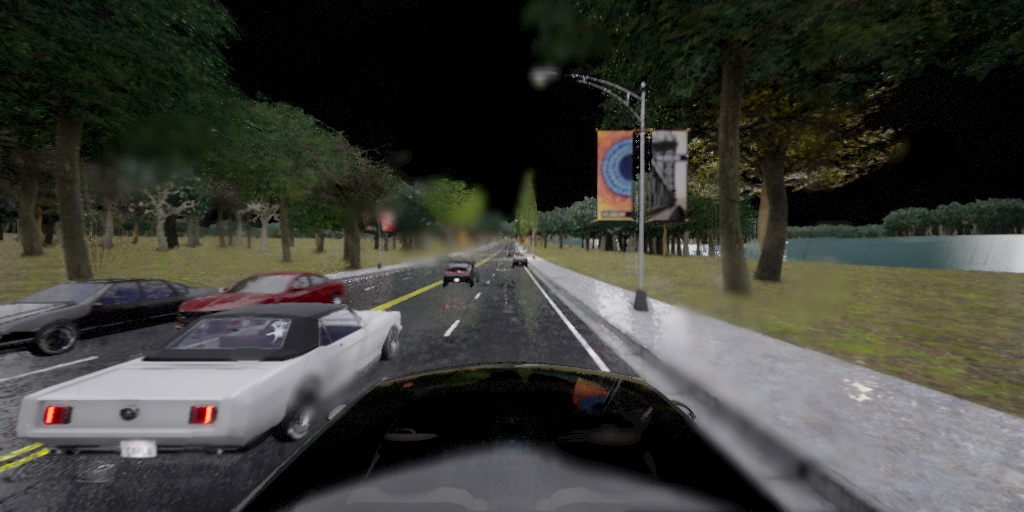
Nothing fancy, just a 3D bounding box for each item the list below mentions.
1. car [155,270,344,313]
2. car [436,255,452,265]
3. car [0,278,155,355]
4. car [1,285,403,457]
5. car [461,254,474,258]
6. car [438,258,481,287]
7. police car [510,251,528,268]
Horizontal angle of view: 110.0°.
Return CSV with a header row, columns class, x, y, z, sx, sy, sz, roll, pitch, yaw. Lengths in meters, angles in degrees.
class,x,y,z,sx,sy,sz,roll,pitch,yaw
car,-6.597,1.186,10.128,1.882,1.535,5.008,0,0,0
car,-9.798,0.537,52.698,1.994,1.385,4.181,0,1,0
car,-9.848,1.266,8.738,2.033,1.411,5.357,0,0,0
car,-3.149,1.338,5.252,1.895,1.301,4.718,0,0,0
car,-6.546,0.491,53.059,1.812,1.442,4.674,0,1,0
car,-3.145,1.075,22.788,1.837,1.490,4.892,0,1,0
police car,0.984,0.585,44.116,1.930,1.638,5.238,0,1,0
